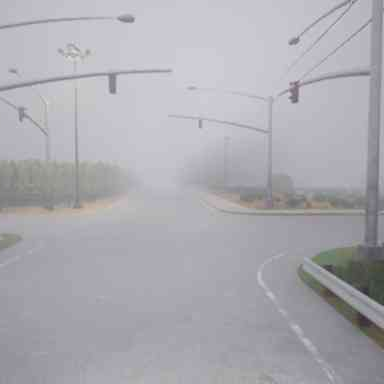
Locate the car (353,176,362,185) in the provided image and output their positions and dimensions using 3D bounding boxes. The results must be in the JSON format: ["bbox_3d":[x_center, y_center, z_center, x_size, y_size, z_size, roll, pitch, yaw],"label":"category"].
[{"bbox_3d":[41.279,-2.906,82.271,1.905,1.878,3.866,10,11,40],"label":"car"}]
